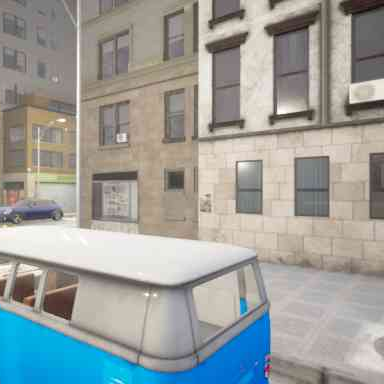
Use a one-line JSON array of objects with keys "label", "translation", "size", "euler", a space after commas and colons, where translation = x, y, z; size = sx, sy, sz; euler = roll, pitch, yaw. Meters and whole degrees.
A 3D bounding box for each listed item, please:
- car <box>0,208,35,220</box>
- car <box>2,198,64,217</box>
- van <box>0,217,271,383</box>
[{"label": "car", "translation": [-5.670, 1.315, 6.774], "size": [5.009, 1.841, 2.192], "euler": [0, 0, 35]}, {"label": "car", "translation": [-11.750, 1.285, 24.028], "size": [2.097, 1.767, 4.553], "euler": [0, 0, 35]}, {"label": "van", "translation": [-1.154, 1.341, 3.615], "size": [3.998, 1.788, 1.690], "euler": [0, 0, 35]}]
